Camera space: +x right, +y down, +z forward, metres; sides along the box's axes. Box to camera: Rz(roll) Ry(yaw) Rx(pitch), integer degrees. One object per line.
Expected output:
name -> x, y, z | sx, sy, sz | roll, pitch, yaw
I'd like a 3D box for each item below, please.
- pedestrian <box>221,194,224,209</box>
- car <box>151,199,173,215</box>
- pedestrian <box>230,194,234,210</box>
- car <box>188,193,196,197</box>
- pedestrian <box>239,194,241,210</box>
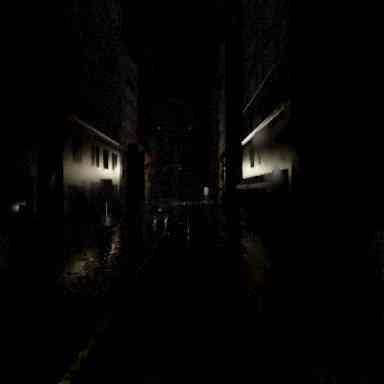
pedestrian -> 3.628, 1.108, 39.527 | 0.375, 1.860, 0.375 | 0, 0, 0
car -> -3.047, 1.463, 34.186 | 2.128, 1.511, 4.902 | 0, 0, 1
pedestrian -> 4.629, 1.110, 38.327 | 0.375, 1.860, 0.375 | 0, 0, 0
car -> -0.016, 1.253, 90.549 | 1.812, 1.442, 4.674 | 0, 0, 0
pedestrian -> 5.628, 1.114, 38.928 | 0.375, 1.860, 0.375 | 0, 0, 0
